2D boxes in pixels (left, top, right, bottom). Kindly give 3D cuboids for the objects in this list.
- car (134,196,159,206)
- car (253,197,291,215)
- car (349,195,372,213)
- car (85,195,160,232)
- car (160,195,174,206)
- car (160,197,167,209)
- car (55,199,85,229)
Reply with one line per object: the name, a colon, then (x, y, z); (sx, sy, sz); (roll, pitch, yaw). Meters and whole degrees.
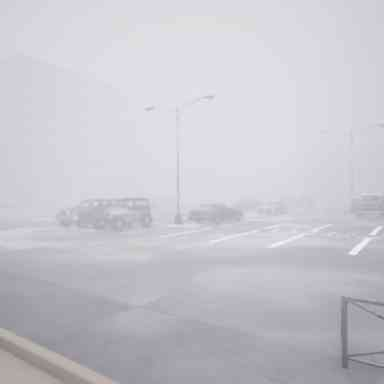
car: (-8.562, 1.716, 62.571); (2.097, 1.767, 4.553); (-1, 0, 34)
car: (7.970, 1.501, 32.974); (1.970, 1.475, 3.806); (-1, 0, 34)
car: (21.205, 1.454, 42.257); (1.970, 1.475, 3.806); (-1, 0, 34)
car: (-4.053, 1.282, 20.017); (1.905, 1.878, 3.866); (-1, 0, 34)
car: (-5.550, 1.545, 60.777); (2.150, 2.045, 5.566); (-1, -1, 34)
car: (-6.210, 1.802, 47.213); (2.128, 1.511, 4.902); (-1, -1, 34)
car: (-6.420, 1.304, 21.682); (1.932, 1.855, 4.605); (-1, 0, 34)
